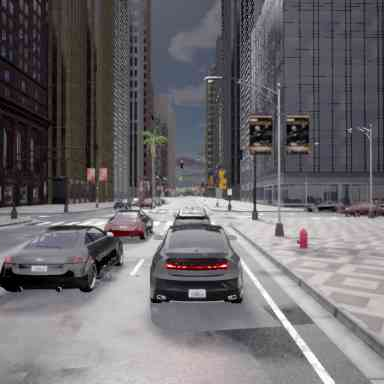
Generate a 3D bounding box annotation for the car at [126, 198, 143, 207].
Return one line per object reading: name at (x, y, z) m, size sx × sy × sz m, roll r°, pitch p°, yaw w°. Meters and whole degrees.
car at (-9.928, 1.778, 57.844) m, size 2.128 × 1.511 × 4.902 m, roll 0°, pitch 0°, yaw 0°

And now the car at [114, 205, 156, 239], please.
car at (-3.178, 1.602, 17.362) m, size 1.994 × 1.385 × 4.181 m, roll 0°, pitch 0°, yaw 0°

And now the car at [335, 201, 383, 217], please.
car at (15.267, 1.577, 29.235) m, size 4.206 × 1.307 × 1.802 m, roll 0°, pitch 0°, yaw -1°

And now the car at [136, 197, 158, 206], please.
car at (-6.679, 1.709, 50.020) m, size 1.882 × 1.535 × 5.008 m, roll 0°, pitch 0°, yaw 0°

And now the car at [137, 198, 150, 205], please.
car at (-9.867, 1.926, 67.730) m, size 1.994 × 1.385 × 4.181 m, roll 0°, pitch 0°, yaw 1°

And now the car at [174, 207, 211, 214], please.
car at (0.021, 1.530, 17.510) m, size 2.128 × 1.511 × 4.902 m, roll 0°, pitch 0°, yaw 0°

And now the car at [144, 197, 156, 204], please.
car at (-9.881, 1.990, 78.324) m, size 2.033 × 1.411 × 5.357 m, roll 0°, pitch 0°, yaw 0°

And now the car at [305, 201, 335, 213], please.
car at (15.123, 1.662, 37.759) m, size 4.313 × 1.339 × 1.947 m, roll 0°, pitch 0°, yaw -1°

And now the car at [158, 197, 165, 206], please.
car at (-6.670, 1.655, 60.057) m, size 2.097 × 1.767 × 4.553 m, roll 0°, pitch 0°, yaw 0°

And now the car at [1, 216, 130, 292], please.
car at (-3.170, 1.576, 8.963) m, size 1.994 × 1.385 × 4.181 m, roll 0°, pitch 0°, yaw 1°

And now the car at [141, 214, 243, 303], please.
car at (0.087, 1.515, 8.189) m, size 1.837 × 1.490 × 4.892 m, roll 0°, pitch 0°, yaw 0°

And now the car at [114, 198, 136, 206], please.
car at (-9.930, 1.767, 48.290) m, size 2.033 × 1.411 × 5.357 m, roll 0°, pitch 0°, yaw 0°

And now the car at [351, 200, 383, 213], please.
car at (20.762, 1.643, 37.856) m, size 4.313 × 1.339 × 1.947 m, roll 0°, pitch 0°, yaw -1°
